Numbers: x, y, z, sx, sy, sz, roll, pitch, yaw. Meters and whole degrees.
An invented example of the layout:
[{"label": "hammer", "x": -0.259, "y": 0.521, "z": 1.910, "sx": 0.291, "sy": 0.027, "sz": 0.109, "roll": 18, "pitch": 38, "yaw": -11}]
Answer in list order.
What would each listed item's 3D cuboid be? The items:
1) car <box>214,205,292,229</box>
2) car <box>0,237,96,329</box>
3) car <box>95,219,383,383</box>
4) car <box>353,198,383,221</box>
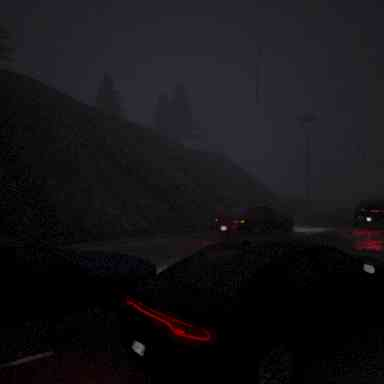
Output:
[{"label": "car", "x": 2.989, "y": 1.317, "z": 15.734, "sx": 4.674, "sy": 1.442, "sz": 1.812, "roll": -1, "pitch": 1, "yaw": -44}, {"label": "car", "x": -3.227, "y": 1.539, "z": 5.795, "sx": 5.357, "sy": 1.411, "sz": 2.033, "roll": -1, "pitch": 1, "yaw": -37}, {"label": "car", "x": 1.382, "y": 1.406, "z": 4.977, "sx": 5.008, "sy": 1.535, "sz": 1.882, "roll": -1, "pitch": 1, "yaw": -38}, {"label": "car", "x": 10.853, "y": 1.135, "z": 19.457, "sx": 1.837, "sy": 1.490, "sz": 4.892, "roll": 0, "pitch": 1, "yaw": 39}]
